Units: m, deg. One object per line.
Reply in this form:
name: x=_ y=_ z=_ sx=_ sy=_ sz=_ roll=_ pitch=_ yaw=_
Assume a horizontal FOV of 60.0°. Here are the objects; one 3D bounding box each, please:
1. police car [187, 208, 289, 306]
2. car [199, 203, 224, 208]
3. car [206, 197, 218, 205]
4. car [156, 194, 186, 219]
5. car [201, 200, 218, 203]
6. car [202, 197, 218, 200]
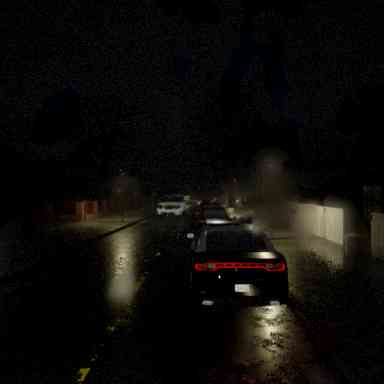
police car: x=0.896 y=1.427 z=8.228 sx=1.930 sy=1.638 sz=5.238 roll=0 pitch=0 yaw=1
car: x=1.166 y=1.533 z=18.071 sx=1.812 sy=1.442 sz=4.674 roll=0 pitch=0 yaw=2
car: x=3.758 y=1.650 z=61.045 sx=1.895 sy=1.301 sz=4.718 roll=0 pitch=0 yaw=7
car: x=-1.777 y=1.239 z=30.057 sx=2.150 sy=2.045 sz=5.566 roll=0 pitch=0 yaw=4
car: x=1.424 y=1.536 z=24.040 sx=1.812 sy=1.442 sz=4.674 roll=0 pitch=0 yaw=3
car: x=2.190 y=1.523 z=45.887 sx=2.128 sy=1.511 sz=4.902 roll=0 pitch=0 yaw=6
